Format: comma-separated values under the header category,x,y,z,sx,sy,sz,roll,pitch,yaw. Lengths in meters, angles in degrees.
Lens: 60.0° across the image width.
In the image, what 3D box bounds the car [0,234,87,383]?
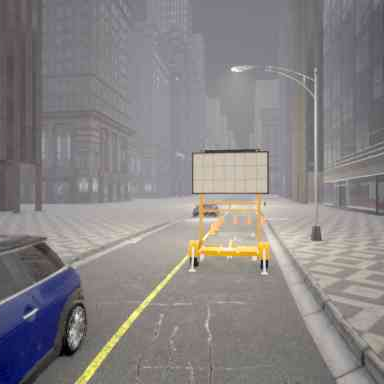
category,x,y,z,sx,sy,sz,roll,pitch,yaw
car,-2.748,1.353,3.078,2.097,1.767,4.553,0,0,5

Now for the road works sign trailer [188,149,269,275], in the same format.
category,x,y,z,sx,sy,sz,roll,pitch,yaw
road works sign trailer,1.215,0.459,10.613,2.380,3.560,2.880,0,0,9

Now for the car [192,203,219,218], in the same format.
category,x,y,z,sx,sy,sz,roll,pitch,yaw
car,1.258,1.534,29.369,1.994,1.385,4.181,0,0,9
